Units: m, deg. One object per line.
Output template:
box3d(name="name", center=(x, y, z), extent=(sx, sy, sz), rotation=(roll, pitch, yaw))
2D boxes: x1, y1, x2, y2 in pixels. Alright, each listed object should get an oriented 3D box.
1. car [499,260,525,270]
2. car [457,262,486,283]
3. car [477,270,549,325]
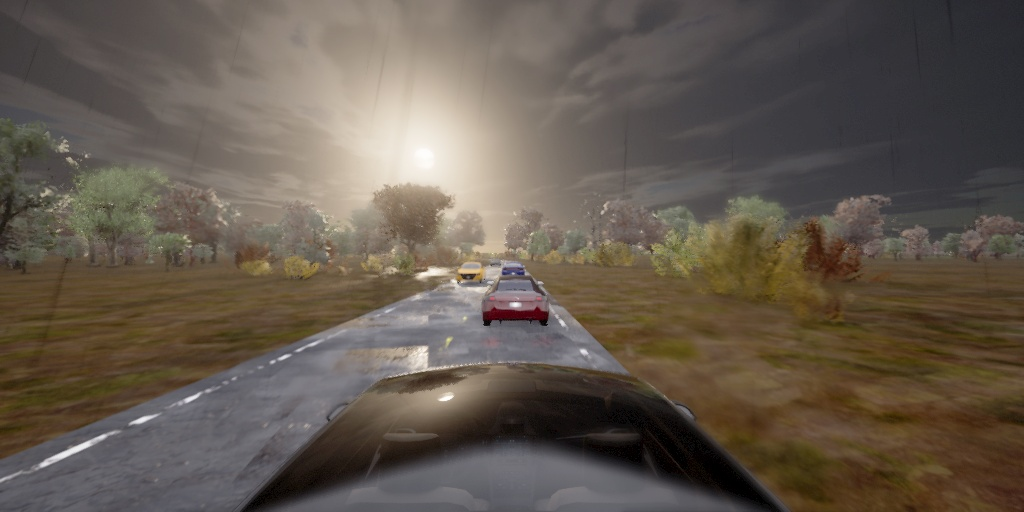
box3d(name="car", center=(0.098, 1.229, 30.593), extent=(1.882, 1.535, 5.008), rotation=(0, 0, 0))
box3d(name="car", center=(-3.098, 1.230, 27.905), extent=(1.882, 1.535, 5.008), rotation=(0, 0, 0))
box3d(name="car", center=(0.099, 1.316, 11.879), extent=(1.994, 1.385, 4.181), rotation=(0, 0, 0))
